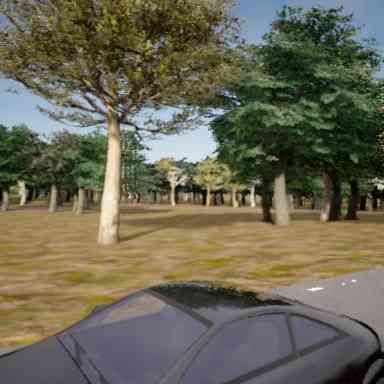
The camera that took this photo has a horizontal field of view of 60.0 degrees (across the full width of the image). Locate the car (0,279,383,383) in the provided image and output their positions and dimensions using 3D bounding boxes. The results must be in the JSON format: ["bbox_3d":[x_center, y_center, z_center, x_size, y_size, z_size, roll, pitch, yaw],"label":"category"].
[{"bbox_3d":[-0.078,1.570,2.817,4.181,1.385,1.994,1,0,-35],"label":"car"}]
